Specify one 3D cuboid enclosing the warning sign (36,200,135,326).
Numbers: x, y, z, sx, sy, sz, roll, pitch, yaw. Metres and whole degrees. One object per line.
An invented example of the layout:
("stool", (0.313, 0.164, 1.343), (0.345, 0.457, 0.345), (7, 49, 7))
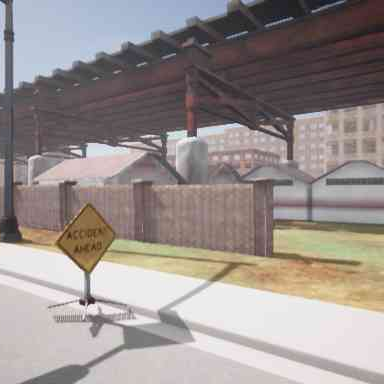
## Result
("warning sign", (-1.844, 1.099, 5.860), (1.060, 1.860, 1.300), (0, 0, 36))
